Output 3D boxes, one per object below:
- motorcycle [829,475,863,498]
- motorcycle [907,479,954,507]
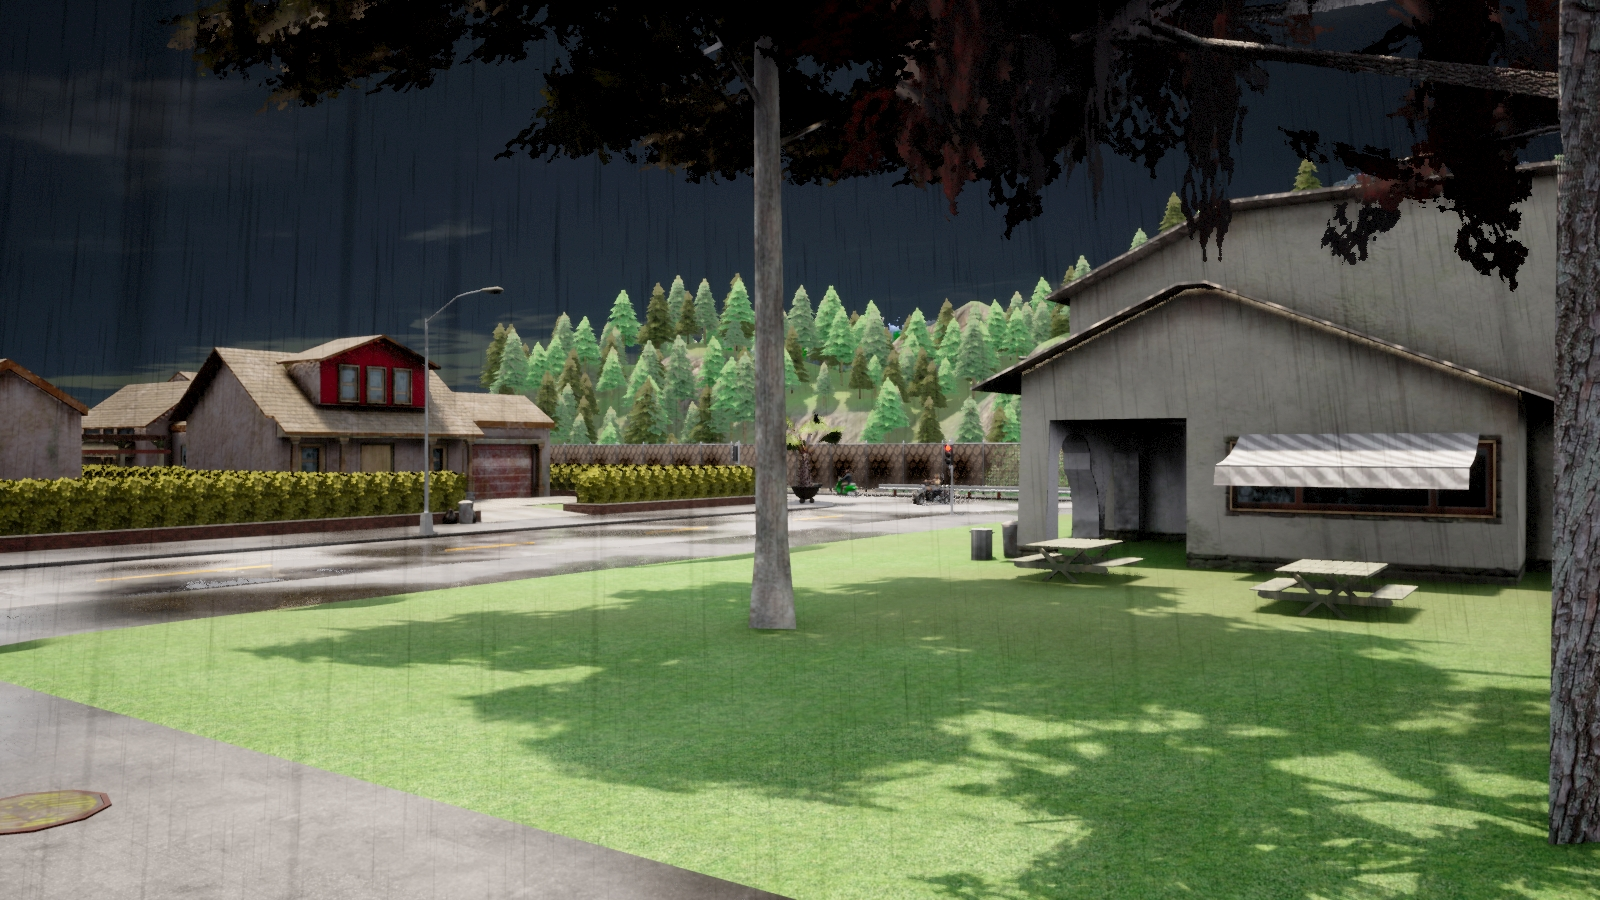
[{"bbox_3d":[2.730,2.142,67.728,1.805,1.316,0.856,0,0,35],"label":"motorcycle"},{"bbox_3d":[6.567,2.154,57.562,2.356,1.307,0.764,0,4,-32],"label":"motorcycle"}]
